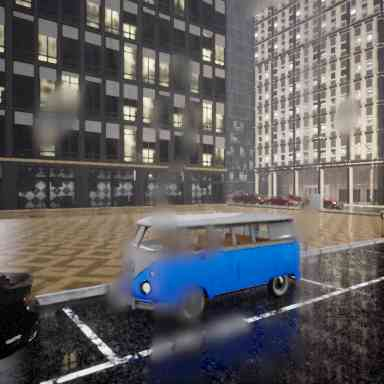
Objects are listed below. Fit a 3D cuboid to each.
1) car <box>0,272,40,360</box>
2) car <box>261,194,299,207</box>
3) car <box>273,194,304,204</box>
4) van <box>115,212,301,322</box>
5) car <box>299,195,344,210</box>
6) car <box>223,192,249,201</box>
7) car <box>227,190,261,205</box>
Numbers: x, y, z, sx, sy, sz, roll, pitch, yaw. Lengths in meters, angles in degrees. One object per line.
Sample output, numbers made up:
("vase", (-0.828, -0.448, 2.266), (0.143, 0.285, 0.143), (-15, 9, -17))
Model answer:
("car", (-4.087, 1.551, 3.642), (4.403, 1.369, 2.008), (0, 0, -36))
("car", (10.827, 1.107, 40.143), (1.802, 1.307, 4.206), (1, 0, -36))
("car", (14.344, 0.988, 49.609), (1.802, 1.307, 4.206), (1, 0, -36))
("van", (0.508, 1.341, 6.928), (3.998, 1.788, 1.690), (0, 0, -36))
("car", (14.083, 1.073, 35.615), (1.967, 1.590, 4.097), (1, 0, -36))
("car", (7.740, 0.713, 58.806), (1.752, 1.417, 4.829), (1, 0, -36))
("car", (7.582, 0.733, 44.669), (2.192, 1.841, 5.009), (1, 0, -36))
